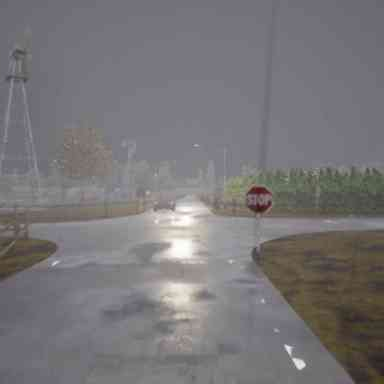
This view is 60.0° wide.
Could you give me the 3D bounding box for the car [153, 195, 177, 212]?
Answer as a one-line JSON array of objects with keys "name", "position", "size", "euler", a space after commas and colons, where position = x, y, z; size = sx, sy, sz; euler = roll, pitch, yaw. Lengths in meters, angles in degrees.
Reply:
[{"name": "car", "position": [-2.704, 1.061, 34.028], "size": [2.097, 1.767, 4.553], "euler": [0, 0, 0]}]
